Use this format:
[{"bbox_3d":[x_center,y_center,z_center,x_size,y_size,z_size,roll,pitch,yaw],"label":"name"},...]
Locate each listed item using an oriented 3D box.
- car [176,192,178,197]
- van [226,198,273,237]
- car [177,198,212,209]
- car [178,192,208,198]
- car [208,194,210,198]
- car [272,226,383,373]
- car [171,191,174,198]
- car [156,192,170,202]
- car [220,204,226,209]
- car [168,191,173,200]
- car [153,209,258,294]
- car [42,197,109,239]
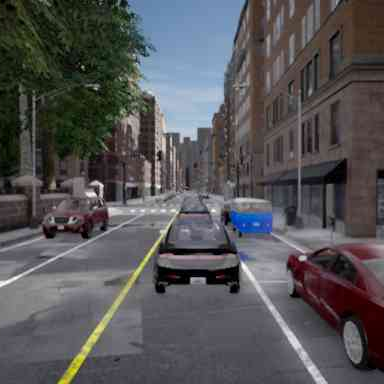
[{"bbox_3d":[-5.455,0.891,87.726,2.008,1.369,4.403,0,0,0],"label":"car"},{"bbox_3d":[2.896,1.219,16.803,1.690,1.788,3.998,0,0,0],"label":"van"},{"bbox_3d":[0.143,1.352,19.305,2.128,1.511,4.902,0,1,0],"label":"car"},{"bbox_3d":[0.069,1.138,28.828,2.097,1.767,4.553,0,0,0],"label":"car"},{"bbox_3d":[3.042,0.857,76.839,1.967,1.590,4.097,0,0,0],"label":"car"},{"bbox_3d":[2.868,1.505,5.484,1.887,1.381,4.507,0,0,0],"label":"car"},{"bbox_3d":[-5.495,1.000,71.374,1.887,1.381,4.507,0,0,0],"label":"car"},{"bbox_3d":[-5.522,1.063,60.303,1.752,1.417,4.829,0,0,0],"label":"car"},{"bbox_3d":[2.910,1.402,22.465,1.947,1.339,4.313,0,0,0],"label":"car"},{"bbox_3d":[-5.508,1.046,65.923,2.008,1.369,4.403,0,0,0],"label":"car"},{"bbox_3d":[0.120,1.430,8.635,2.128,1.511,4.902,0,0,0],"label":"car"},{"bbox_3d":[-5.629,1.193,16.784,2.192,1.841,5.009,0,0,0],"label":"car"}]
